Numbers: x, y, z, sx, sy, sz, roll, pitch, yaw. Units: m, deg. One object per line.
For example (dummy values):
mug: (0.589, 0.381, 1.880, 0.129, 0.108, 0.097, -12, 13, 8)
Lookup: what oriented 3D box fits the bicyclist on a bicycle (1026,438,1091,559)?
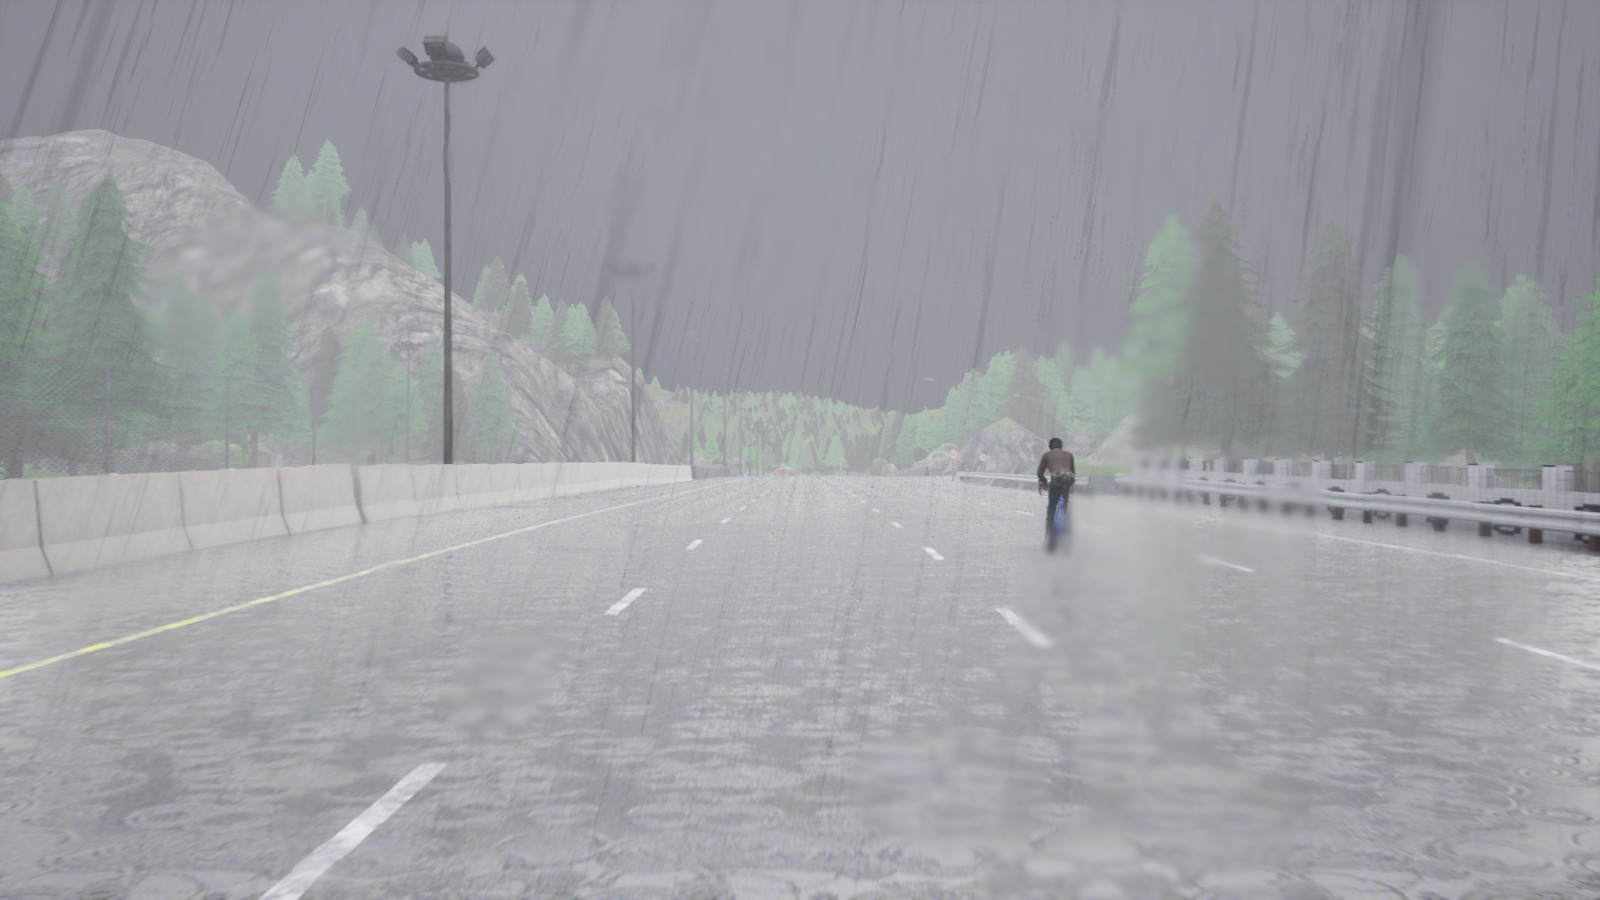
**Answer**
bicyclist on a bicycle: (3.616, 0.659, 17.671, 0.582, 1.620, 1.656, 0, 0, 0)
